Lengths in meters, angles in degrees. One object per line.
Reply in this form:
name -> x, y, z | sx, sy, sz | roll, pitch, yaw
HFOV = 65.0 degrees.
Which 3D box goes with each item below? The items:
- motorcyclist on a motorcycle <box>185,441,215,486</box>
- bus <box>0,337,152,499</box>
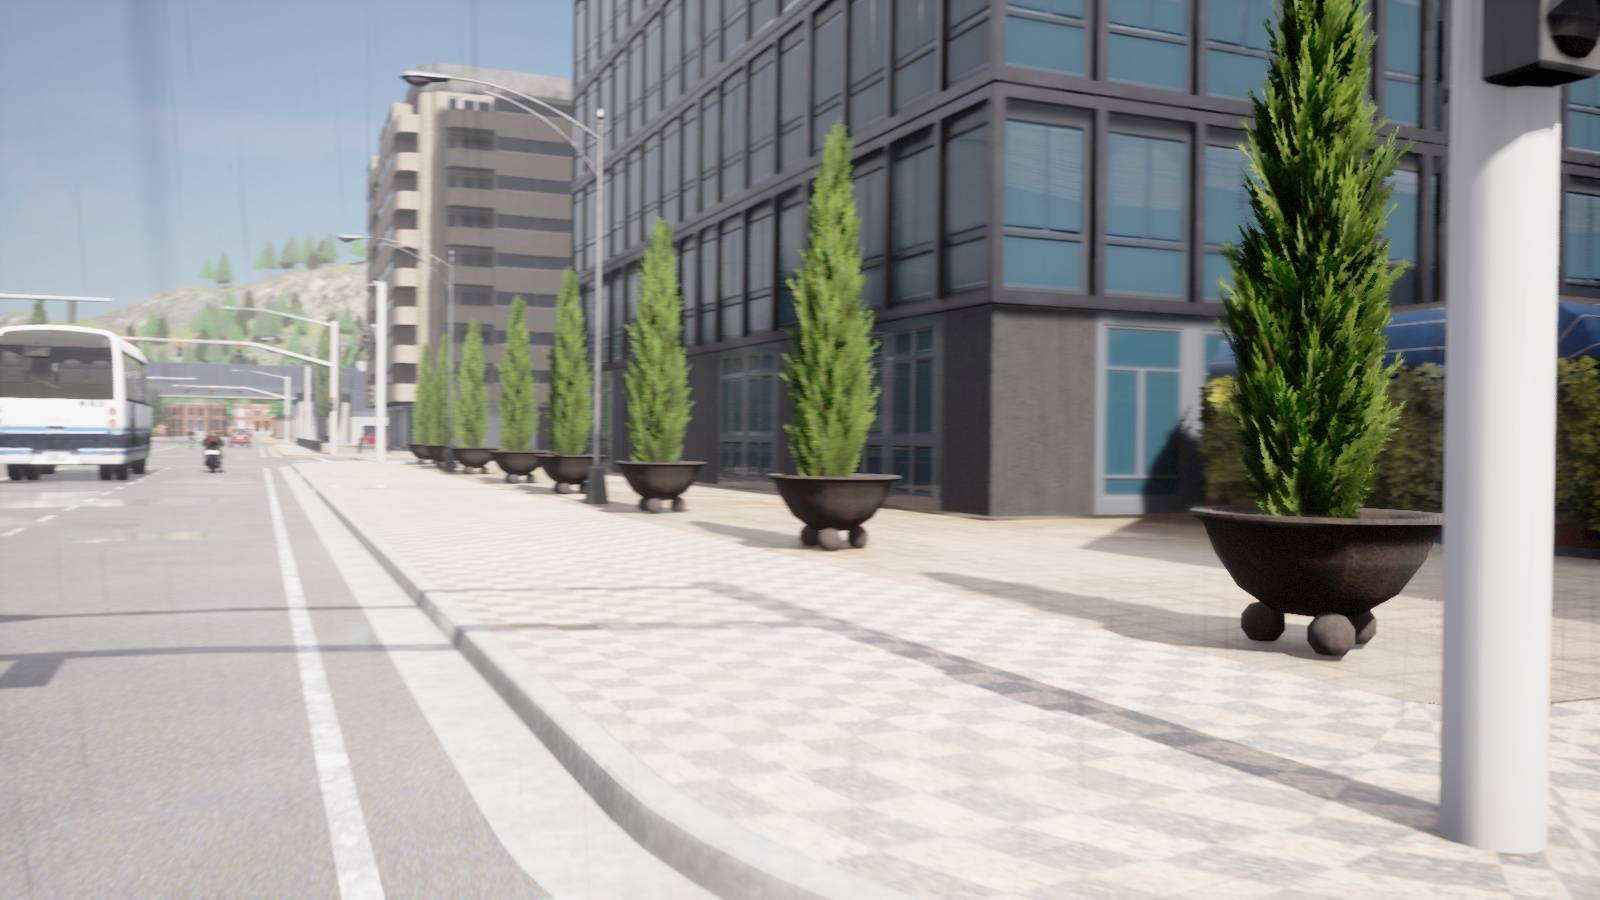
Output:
motorcyclist on a motorcycle -> -20.932, 0.462, 43.810 | 0.866, 1.530, 2.191 | -1, 1, -24
bus -> -22.242, -0.885, 38.092 | 3.944, 4.253, 10.273 | -1, 1, -24
